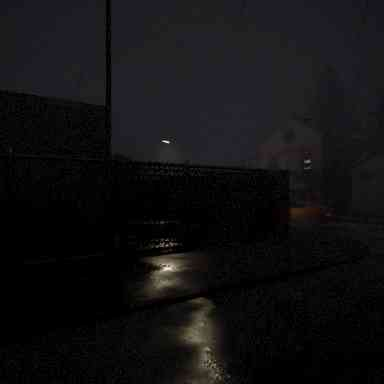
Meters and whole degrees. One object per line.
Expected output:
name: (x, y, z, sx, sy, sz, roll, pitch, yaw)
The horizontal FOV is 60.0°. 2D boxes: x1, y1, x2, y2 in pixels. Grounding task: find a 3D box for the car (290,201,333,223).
car: (8.531, 1.477, 26.157, 1.882, 1.535, 5.008, 0, 0, -33)
